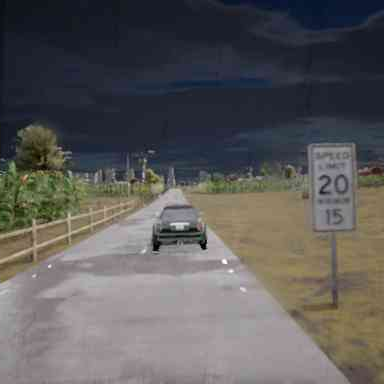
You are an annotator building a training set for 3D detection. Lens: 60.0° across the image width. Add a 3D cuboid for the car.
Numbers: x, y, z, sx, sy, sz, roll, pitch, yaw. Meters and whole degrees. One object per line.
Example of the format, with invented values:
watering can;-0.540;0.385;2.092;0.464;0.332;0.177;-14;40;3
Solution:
car;-0.550;1.324;14.437;2.097;1.767;4.553;-2;0;-3
